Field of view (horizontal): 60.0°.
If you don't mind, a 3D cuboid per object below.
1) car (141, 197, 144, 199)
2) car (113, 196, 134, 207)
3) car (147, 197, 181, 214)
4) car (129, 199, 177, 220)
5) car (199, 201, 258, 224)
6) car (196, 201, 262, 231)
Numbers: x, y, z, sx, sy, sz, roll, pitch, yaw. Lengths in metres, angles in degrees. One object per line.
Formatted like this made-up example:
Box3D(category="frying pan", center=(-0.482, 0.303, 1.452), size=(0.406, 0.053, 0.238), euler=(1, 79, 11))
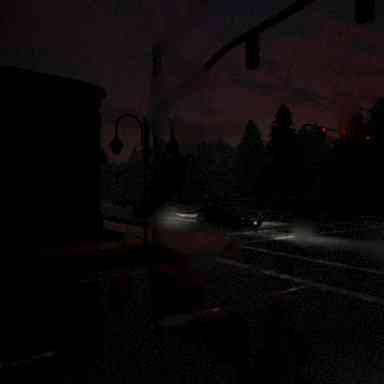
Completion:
Box3D(category="car", center=(-7.237, 1.503, 52.820), size=(1.837, 1.490, 4.892), euler=(0, 0, -35))
Box3D(category="car", center=(-10.485, 1.352, 51.359), size=(2.097, 1.767, 4.553), euler=(0, 0, -35))
Box3D(category="car", center=(-2.886, 1.564, 34.099), size=(1.994, 1.385, 4.181), euler=(0, 0, -35))
Box3D(category="car", center=(-3.433, 1.564, 28.758), size=(1.994, 1.385, 4.181), euler=(0, 0, -35))
Box3D(category="car", center=(2.745, 1.507, 26.026), size=(1.837, 1.490, 4.892), euler=(0, -1, -35))
Box3D(category="car", center=(2.171, 1.493, 20.740), size=(2.128, 1.511, 4.902), euler=(0, 0, -35))
